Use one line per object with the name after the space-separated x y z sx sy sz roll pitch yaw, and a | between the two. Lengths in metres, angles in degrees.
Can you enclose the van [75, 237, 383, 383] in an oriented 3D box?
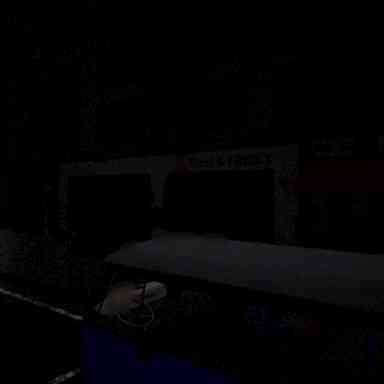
0.829 1.341 2.485 3.998 1.788 1.690 0 0 36 | van
